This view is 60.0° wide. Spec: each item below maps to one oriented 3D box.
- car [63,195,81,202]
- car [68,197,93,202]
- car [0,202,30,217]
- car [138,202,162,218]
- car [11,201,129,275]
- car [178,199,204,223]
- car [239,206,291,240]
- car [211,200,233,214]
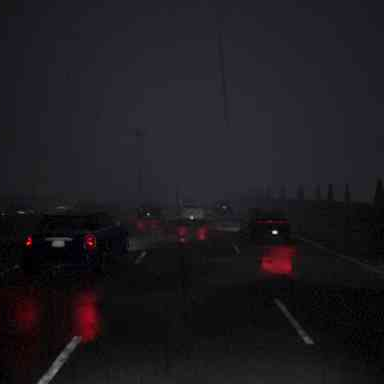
[{"bbox_3d":[-18.433,1.294,51.822,2.097,1.767,4.553,0,0,-1],"label":"car"},{"bbox_3d":[-10.995,1.526,34.725,1.994,1.385,4.181,0,0,-1],"label":"car"},{"bbox_3d":[-14.278,1.518,26.412,2.033,1.411,5.357,0,0,-1],"label":"car"},{"bbox_3d":[-3.680,1.568,29.991,1.895,1.301,4.718,0,0,-2],"label":"car"},{"bbox_3d":[-3.401,1.340,10.584,2.097,1.767,4.553,0,0,0],"label":"car"},{"bbox_3d":[-0.063,1.499,24.826,1.812,1.442,4.674,0,0,-1],"label":"car"},{"bbox_3d":[3.568,1.486,16.833,1.837,1.490,4.892,0,0,0],"label":"car"},{"bbox_3d":[3.175,1.525,35.279,1.994,1.385,4.181,0,0,-2],"label":"car"}]
